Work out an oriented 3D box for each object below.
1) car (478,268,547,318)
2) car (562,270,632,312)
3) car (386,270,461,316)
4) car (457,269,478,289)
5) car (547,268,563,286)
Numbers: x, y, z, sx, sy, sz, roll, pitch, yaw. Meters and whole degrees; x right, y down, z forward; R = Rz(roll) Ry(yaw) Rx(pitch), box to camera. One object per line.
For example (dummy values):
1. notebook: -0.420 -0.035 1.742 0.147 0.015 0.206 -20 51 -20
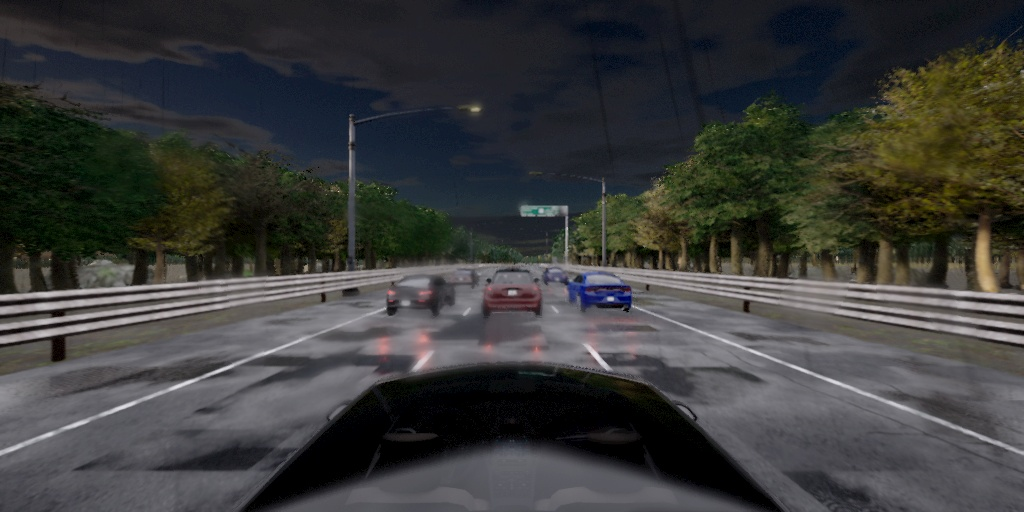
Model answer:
1. car: 0.046 1.273 14.079 2.097 1.767 4.553 0 -1 1
2. car: 3.553 1.417 15.321 1.882 1.535 5.008 0 -1 0
3. car: -3.460 1.451 14.237 1.812 1.442 4.674 0 -1 2
4. car: -3.478 1.657 27.008 2.033 1.411 5.357 0 -1 0
5. car: 3.553 1.677 29.916 1.812 1.442 4.674 0 -1 1
